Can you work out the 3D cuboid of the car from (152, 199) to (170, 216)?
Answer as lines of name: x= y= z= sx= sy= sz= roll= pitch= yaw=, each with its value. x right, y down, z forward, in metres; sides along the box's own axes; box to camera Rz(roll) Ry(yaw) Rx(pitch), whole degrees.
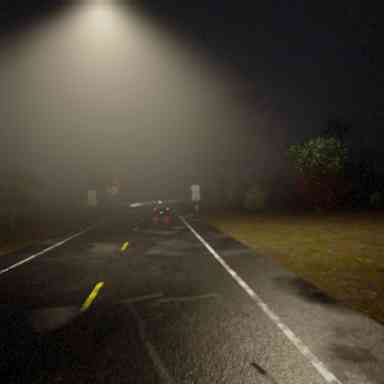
car: x=-3.348 y=1.809 z=35.923 sx=1.895 sy=1.301 sz=4.718 roll=-3 pitch=0 yaw=-6

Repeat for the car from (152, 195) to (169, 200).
car: x=-4.527 y=1.521 z=47.844 sx=2.150 sy=2.045 sz=5.566 roll=-3 pitch=0 yaw=-5
